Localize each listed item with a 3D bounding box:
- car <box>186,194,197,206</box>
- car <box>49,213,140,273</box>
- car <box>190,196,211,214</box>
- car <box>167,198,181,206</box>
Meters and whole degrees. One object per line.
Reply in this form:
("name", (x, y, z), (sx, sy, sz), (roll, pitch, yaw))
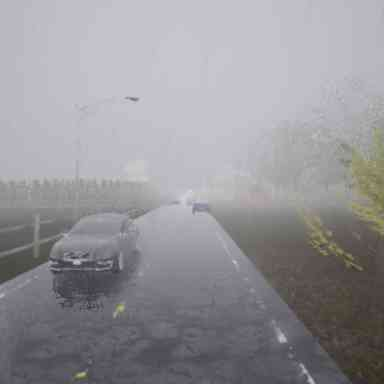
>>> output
("car", (0.016, 1.482, 52.942), (2.033, 1.411, 5.357), (0, 0, 0))
("car", (-2.846, 1.500, 10.671), (1.837, 1.490, 4.892), (0, 0, 0))
("car", (0.973, 1.446, 34.707), (1.882, 1.535, 5.008), (0, 0, 0))
("car", (-2.797, 1.537, 52.245), (1.895, 1.301, 4.718), (0, 0, 1))
